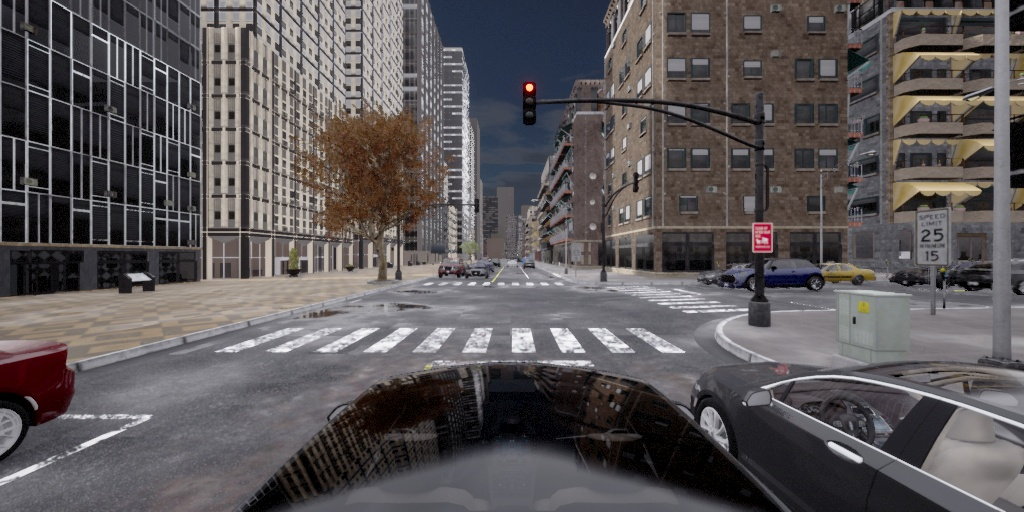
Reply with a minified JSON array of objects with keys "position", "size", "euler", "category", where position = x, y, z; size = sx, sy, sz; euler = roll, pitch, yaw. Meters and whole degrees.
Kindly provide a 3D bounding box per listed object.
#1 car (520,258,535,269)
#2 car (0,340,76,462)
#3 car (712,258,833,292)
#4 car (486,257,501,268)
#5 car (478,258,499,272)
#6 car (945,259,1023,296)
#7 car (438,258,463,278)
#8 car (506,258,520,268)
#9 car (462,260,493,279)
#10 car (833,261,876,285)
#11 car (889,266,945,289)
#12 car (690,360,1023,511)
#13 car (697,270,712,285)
[{"position":[2.682,1.348,56.494],"size":[1.948,1.339,4.313],"euler":[0,0,0],"category":"car"},{"position":[-5.692,1.295,2.015],"size":[1.888,1.381,4.507],"euler":[0,0,0],"category":"car"},{"position":[13.520,0.896,18.869],"size":[4.553,1.767,2.097],"euler":[-1,0,0],"category":"car"},{"position":[-3.053,1.142,63.097],"size":[2.097,1.767,4.553],"euler":[0,0,1],"category":"car"},{"position":[-3.106,1.319,44.189],"size":[2.033,1.411,5.357],"euler":[0,0,0],"category":"car"},{"position":[22.653,0.923,15.740],"size":[4.892,1.490,1.837],"euler":[-1,0,-1],"category":"car"},{"position":[-5.696,1.078,34.402],"size":[2.192,1.841,5.009],"euler":[0,0,0],"category":"car"},{"position":[0.095,1.317,63.595],"size":[1.812,1.442,4.674],"euler":[0,0,0],"category":"car"},{"position":[-3.096,1.326,32.885],"size":[1.994,1.385,4.181],"euler":[0,0,1],"category":"car"},{"position":[18.829,0.992,21.489],"size":[4.829,1.417,1.751],"euler":[0,0,-1],"category":"car"},{"position":[23.388,0.955,18.947],"size":[5.357,1.411,2.033],"euler":[-1,0,-1],"category":"car"},{"position":[2.689,1.300,2.016],"size":[2.007,1.370,4.403],"euler":[0,0,0],"category":"car"},{"position":[13.432,1.095,21.433],"size":[4.403,1.370,2.007],"euler":[0,0,-1],"category":"car"}]
